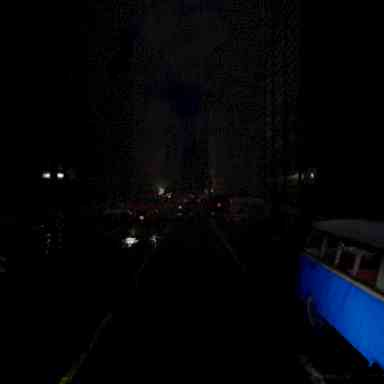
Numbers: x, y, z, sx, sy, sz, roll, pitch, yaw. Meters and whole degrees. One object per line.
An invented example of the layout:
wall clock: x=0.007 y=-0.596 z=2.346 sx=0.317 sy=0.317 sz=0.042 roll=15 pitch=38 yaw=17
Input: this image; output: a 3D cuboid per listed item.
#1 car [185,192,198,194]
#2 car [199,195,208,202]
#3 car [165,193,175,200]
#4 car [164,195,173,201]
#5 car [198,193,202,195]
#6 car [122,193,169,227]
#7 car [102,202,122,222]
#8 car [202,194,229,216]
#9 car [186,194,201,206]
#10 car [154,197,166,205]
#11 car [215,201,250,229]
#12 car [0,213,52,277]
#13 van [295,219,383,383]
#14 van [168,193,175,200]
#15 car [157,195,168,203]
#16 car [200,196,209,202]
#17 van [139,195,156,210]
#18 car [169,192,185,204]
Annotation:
car: x=0.013 y=1.341 z=70.491 sx=2.128 sy=1.511 sz=4.902 roll=0 pitch=0 yaw=0
car: x=2.682 y=1.487 z=77.597 sx=1.887 sy=1.381 sz=4.507 roll=0 pitch=0 yaw=0
car: x=-5.841 y=1.237 z=88.904 sx=2.192 sy=1.841 sz=5.009 roll=0 pitch=0 yaw=0
car: x=-5.843 y=1.498 z=83.264 sx=1.947 sy=1.339 sz=4.313 roll=0 pitch=0 yaw=0
car: x=2.680 y=1.403 z=66.318 sx=1.967 sy=1.590 sz=4.097 roll=0 pitch=0 yaw=0
car: x=-3.097 y=1.211 z=23.248 sx=2.150 sy=2.045 sz=5.566 roll=0 pitch=0 yaw=0
car: x=-5.862 y=1.517 z=26.659 sx=1.752 sy=1.417 sz=4.829 roll=0 pitch=0 yaw=1
car: x=2.399 y=1.224 z=31.976 sx=2.150 sy=2.045 sz=5.566 roll=0 pitch=0 yaw=0
car: x=0.031 y=1.530 z=54.239 sx=2.033 sy=1.411 sz=5.357 roll=0 pitch=0 yaw=1
car: x=-5.847 y=1.555 z=60.704 sx=1.802 sy=1.307 sz=4.206 roll=0 pitch=0 yaw=0
car: x=2.670 y=1.517 z=21.412 sx=1.752 sy=1.417 sz=4.829 roll=0 pitch=0 yaw=1
car: x=-5.858 y=1.431 z=9.943 sx=1.967 sy=1.590 sz=4.097 roll=0 pitch=0 yaw=0
van: x=2.666 y=1.336 z=4.288 sx=1.690 sy=1.788 sz=3.998 roll=0 pitch=0 yaw=0
van: x=-5.840 y=1.251 z=94.545 sx=1.690 sy=1.788 sz=3.998 roll=0 pitch=0 yaw=0
car: x=-5.846 y=1.403 z=66.345 sx=1.967 sy=1.590 sz=4.097 roll=0 pitch=0 yaw=0
car: x=2.681 y=1.535 z=71.958 sx=1.802 sy=1.307 sz=4.206 roll=0 pitch=0 yaw=0
van: x=-5.852 y=1.334 z=43.784 sx=1.690 sy=1.788 sz=3.998 roll=0 pitch=0 yaw=0
car: x=-3.012 y=1.198 z=63.623 sx=2.150 sy=2.045 sz=5.566 roll=0 pitch=0 yaw=1
